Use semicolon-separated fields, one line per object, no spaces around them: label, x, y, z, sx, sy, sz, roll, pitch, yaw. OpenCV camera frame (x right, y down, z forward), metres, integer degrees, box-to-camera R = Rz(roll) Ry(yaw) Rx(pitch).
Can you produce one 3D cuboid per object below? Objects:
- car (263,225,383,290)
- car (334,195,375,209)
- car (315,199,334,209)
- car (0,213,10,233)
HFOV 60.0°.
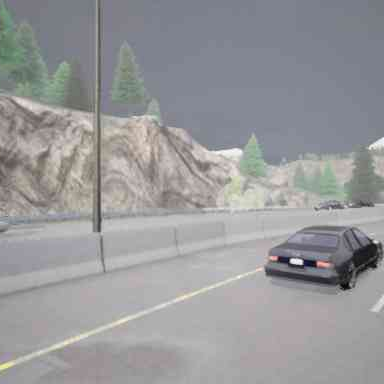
car;4.007;1.668;9.562;2.033;1.411;5.357;-1;-1;40
car;19.475;1.324;39.174;5.566;2.045;2.150;0;-1;-38
car;17.358;1.678;41.956;4.892;1.490;1.837;0;-1;-38
car;-12.367;1.852;17.411;1.895;1.301;4.718;-1;-1;39
